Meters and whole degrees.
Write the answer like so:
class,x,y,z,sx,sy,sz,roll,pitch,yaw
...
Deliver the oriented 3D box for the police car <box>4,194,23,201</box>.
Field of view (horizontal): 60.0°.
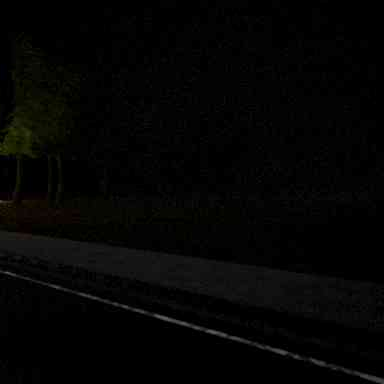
class,x,y,z,sx,sy,sz,roll,pitch,yaw
police car,-44.611,1.296,83.036,1.930,1.638,5.238,0,0,12
